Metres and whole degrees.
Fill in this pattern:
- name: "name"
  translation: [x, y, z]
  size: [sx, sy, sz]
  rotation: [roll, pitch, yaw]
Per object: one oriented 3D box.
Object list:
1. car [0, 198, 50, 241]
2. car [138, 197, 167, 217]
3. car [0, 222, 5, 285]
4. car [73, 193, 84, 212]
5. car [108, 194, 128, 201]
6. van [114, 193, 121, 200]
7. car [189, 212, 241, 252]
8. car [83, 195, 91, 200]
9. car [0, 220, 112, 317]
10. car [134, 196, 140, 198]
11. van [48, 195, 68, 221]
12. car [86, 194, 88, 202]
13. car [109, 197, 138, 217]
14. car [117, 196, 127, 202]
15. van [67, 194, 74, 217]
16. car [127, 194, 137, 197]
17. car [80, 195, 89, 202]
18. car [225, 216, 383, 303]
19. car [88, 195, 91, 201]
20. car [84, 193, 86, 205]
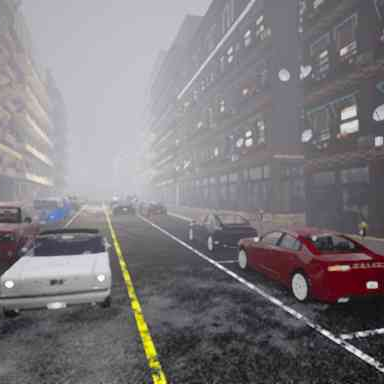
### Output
- name: "car"
  translation: [-6.499, 1.292, 11.297]
  size: [2.192, 1.841, 5.009]
  rotation: [1, 0, -16]
- name: "car"
  translation: [-3.344, 1.448, 29.333]
  size: [1.887, 1.381, 4.507]
  rotation: [1, 0, -16]
- name: "car"
  translation: [-4.975, 1.519, 5.804]
  size: [1.752, 1.417, 4.829]
  rotation: [1, 0, -16]
- name: "car"
  translation: [-13.914, 1.239, 37.936]
  size: [2.192, 1.841, 5.009]
  rotation: [1, 0, -16]
- name: "car"
  translation: [-9.538, 1.388, 42.231]
  size: [2.128, 1.511, 4.902]
  rotation: [0, 0, -15]
- name: "van"
  translation: [-19.690, 1.238, 87.940]
  size: [1.690, 1.788, 3.998]
  rotation: [1, 0, -16]
- name: "car"
  translation: [1.104, 1.492, 13.349]
  size: [2.008, 1.369, 4.403]
  rotation: [1, 0, -16]
- name: "car"
  translation: [-28.750, 1.524, 91.216]
  size: [1.802, 1.307, 4.206]
  rotation: [1, 0, -16]
- name: "car"
  translation: [-2.854, 1.579, 7.682]
  size: [1.895, 1.301, 4.718]
  rotation: [0, 0, -16]
- name: "car"
  translation: [-4.827, 1.440, 34.661]
  size: [1.887, 1.381, 4.507]
  rotation: [1, 0, -16]
- name: "van"
  translation: [-9.465, 1.290, 21.951]
  size: [1.690, 1.788, 3.998]
  rotation: [1, 0, -16]
- name: "car"
  translation: [-18.368, 1.475, 53.920]
  size: [1.947, 1.339, 4.313]
  rotation: [1, 0, -16]
- name: "car"
  translation: [-6.347, 1.475, 30.818]
  size: [1.994, 1.385, 4.181]
  rotation: [0, 0, -15]
- name: "car"
  translation: [-15.243, 1.458, 71.953]
  size: [1.802, 1.307, 4.206]
  rotation: [1, 0, -16]
- name: "van"
  translation: [-10.949, 1.280, 27.280]
  size: [1.690, 1.788, 3.998]
  rotation: [1, 0, -16]
- name: "car"
  translation: [-6.301, 1.328, 39.992]
  size: [1.967, 1.590, 4.097]
  rotation: [1, 0, -16]
- name: "car"
  translation: [-24.300, 1.461, 75.231]
  size: [1.887, 1.381, 4.507]
  rotation: [1, 0, -16]
- name: "car"
  translation: [2.588, 1.502, 8.019]
  size: [1.887, 1.381, 4.507]
  rotation: [1, 0, -16]
- name: "car"
  translation: [-22.812, 1.227, 69.903]
  size: [2.192, 1.841, 5.009]
  rotation: [1, 0, -16]
- name: "car"
  translation: [-15.397, 1.232, 43.263]
  size: [2.192, 1.841, 5.009]
  rotation: [1, 0, -16]
